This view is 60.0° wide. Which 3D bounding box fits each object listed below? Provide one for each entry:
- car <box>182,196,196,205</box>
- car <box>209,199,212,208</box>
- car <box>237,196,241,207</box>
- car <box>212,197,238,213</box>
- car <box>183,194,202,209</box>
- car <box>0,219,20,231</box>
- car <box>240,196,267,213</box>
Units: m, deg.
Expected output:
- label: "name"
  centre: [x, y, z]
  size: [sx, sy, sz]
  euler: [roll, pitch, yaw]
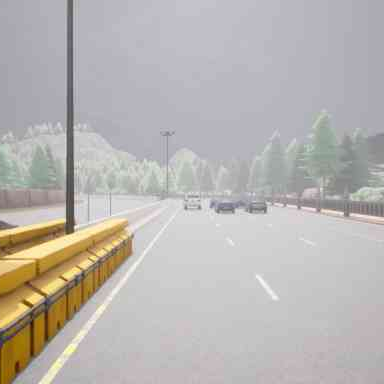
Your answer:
- label: "car"
  centre: [-0.531, 1.498, 58.740]
  size: [2.128, 1.511, 4.902]
  euler: [0, 0, -5]
- label: "car"
  centre: [3.522, 1.483, 47.484]
  size: [1.882, 1.535, 5.008]
  euler: [0, 0, 0]
- label: "car"
  centre: [7.013, 1.357, 46.951]
  size: [2.097, 1.767, 4.553]
  euler: [0, 0, 0]
- label: "car"
  centre: [3.604, 1.482, 37.011]
  size: [1.882, 1.535, 5.008]
  euler: [0, 0, 0]
- label: "car"
  centre: [0.095, 1.226, 44.318]
  size: [2.150, 2.045, 5.566]
  euler: [0, 0, 0]
- label: "car"
  centre: [-7.088, 1.527, 10.345]
  size: [1.812, 1.442, 4.674]
  euler: [0, 0, 0]
- label: "car"
  centre: [7.072, 1.496, 37.051]
  size: [2.128, 1.511, 4.902]
  euler: [0, 0, 0]
